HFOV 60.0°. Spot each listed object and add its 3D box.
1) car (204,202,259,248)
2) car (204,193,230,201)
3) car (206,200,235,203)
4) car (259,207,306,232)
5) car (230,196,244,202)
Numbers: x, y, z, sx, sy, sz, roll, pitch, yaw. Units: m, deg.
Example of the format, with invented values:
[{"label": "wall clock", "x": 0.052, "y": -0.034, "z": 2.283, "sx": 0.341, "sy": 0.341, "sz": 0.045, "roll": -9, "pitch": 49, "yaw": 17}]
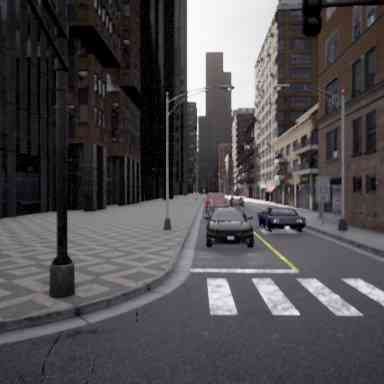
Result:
[{"label": "car", "x": 1.598, "y": 1.429, "z": 14.858, "sx": 1.882, "sy": 1.535, "sz": 5.008, "roll": 0, "pitch": 0, "yaw": 4}, {"label": "car", "x": 2.536, "y": 1.108, "z": 35.259, "sx": 2.150, "sy": 2.045, "sz": 5.566, "roll": 0, "pitch": 0, "yaw": 3}, {"label": "car", "x": 2.051, "y": 1.522, "z": 24.758, "sx": 1.895, "sy": 1.301, "sz": 4.718, "roll": 0, "pitch": 0, "yaw": 3}, {"label": "car", "x": 5.040, "y": 1.532, "z": 19.449, "sx": 1.895, "sy": 1.301, "sz": 4.718, "roll": 0, "pitch": 0, "yaw": 2}, {"label": "car", "x": 6.208, "y": 1.319, "z": 46.660, "sx": 2.128, "sy": 1.511, "sz": 4.902, "roll": 0, "pitch": 0, "yaw": 3}]
